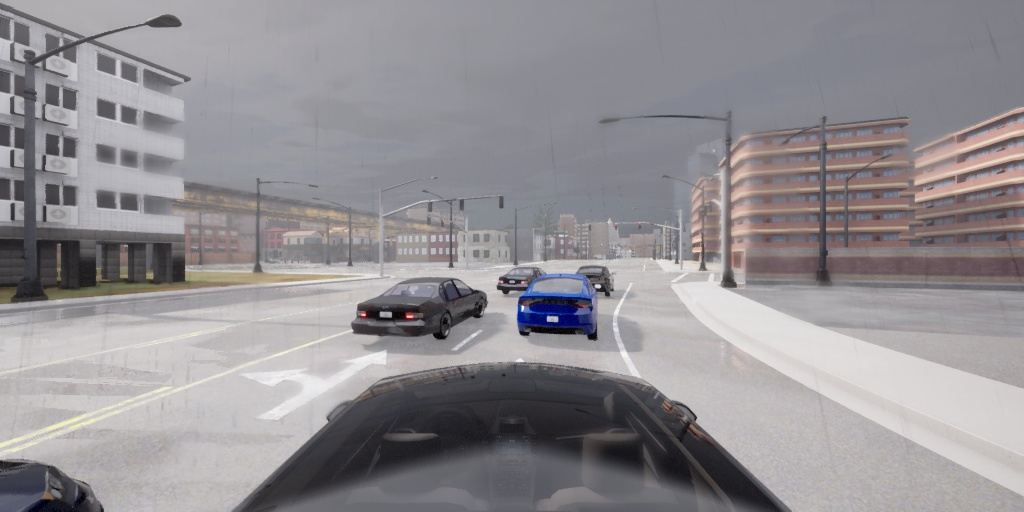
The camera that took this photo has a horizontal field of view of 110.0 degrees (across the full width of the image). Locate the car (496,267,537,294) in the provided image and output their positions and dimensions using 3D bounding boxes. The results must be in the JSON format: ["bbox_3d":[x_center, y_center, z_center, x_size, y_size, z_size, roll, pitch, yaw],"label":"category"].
[{"bbox_3d":[0.875,1.297,19.709,2.033,1.411,5.357,0,0,20],"label":"car"}]

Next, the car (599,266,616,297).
[{"bbox_3d":[4.392,1.255,19.157,1.837,1.490,4.892,0,0,19],"label":"car"}]

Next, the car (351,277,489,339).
[{"bbox_3d":[-2.188,1.297,10.115,2.033,1.411,5.357,0,0,12],"label":"car"}]

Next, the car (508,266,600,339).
[{"bbox_3d":[1.473,1.228,10.232,1.882,1.535,5.008,0,0,14],"label":"car"}]

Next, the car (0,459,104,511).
[{"bbox_3d":[-3.229,1.314,0.207,1.994,1.385,4.181,0,0,-1],"label":"car"}]
